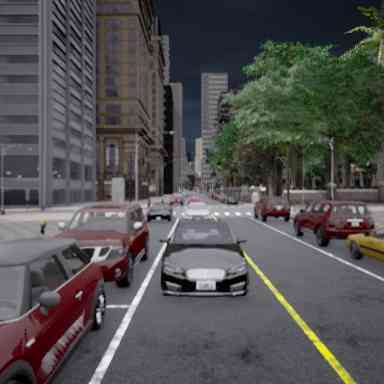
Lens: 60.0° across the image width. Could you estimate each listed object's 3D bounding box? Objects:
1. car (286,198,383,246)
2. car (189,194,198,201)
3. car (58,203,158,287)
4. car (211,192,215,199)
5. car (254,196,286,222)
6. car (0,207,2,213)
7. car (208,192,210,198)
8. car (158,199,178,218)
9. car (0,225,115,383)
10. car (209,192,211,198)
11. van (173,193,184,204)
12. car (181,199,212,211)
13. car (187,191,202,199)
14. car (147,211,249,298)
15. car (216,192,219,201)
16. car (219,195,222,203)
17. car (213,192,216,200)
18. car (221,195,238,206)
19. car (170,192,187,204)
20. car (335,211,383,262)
[{"bbox_3d":[6.132,1.280,14.868,2.192,1.841,5.009,0,0,0],"label":"car"},{"bbox_3d":[0.419,1.271,77.122,2.033,1.411,5.357,0,0,0],"label":"car"},{"bbox_3d":[-2.398,1.293,9.404,2.192,1.841,5.009,0,0,0],"label":"car"},{"bbox_3d":[6.185,1.264,79.503,1.887,1.381,4.507,0,0,0],"label":"car"},{"bbox_3d":[6.141,1.250,25.843,2.192,1.841,5.009,0,0,0],"label":"car"},{"bbox_3d":[-24.376,1.905,37.913,5.008,1.535,1.882,-1,0,0],"label":"car"},{"bbox_3d":[6.195,0.981,90.343,2.192,1.841,5.009,0,0,0],"label":"car"},{"bbox_3d":[-2.384,1.500,25.869,1.947,1.339,4.313,0,0,0],"label":"car"},{"bbox_3d":[-2.402,1.431,3.916,1.967,1.590,4.097,0,0,0],"label":"car"},{"bbox_3d":[6.190,1.259,84.924,1.947,1.339,4.313,0,0,0],"label":"car"},{"bbox_3d":[-2.357,1.157,57.847,1.690,1.788,3.998,0,0,0],"label":"van"},{"bbox_3d":[0.376,1.467,23.714,1.812,1.442,4.674,0,0,0],"label":"car"},{"bbox_3d":[0.352,1.150,62.067,2.097,1.767,4.553,0,0,1],"label":"car"},{"bbox_3d":[0.267,1.472,8.661,2.128,1.511,4.902,0,0,0],"label":"car"},{"bbox_3d":[6.172,1.233,63.242,1.967,1.590,4.097,0,0,0],"label":"car"},{"bbox_3d":[6.167,1.398,57.822,1.802,1.307,4.206,0,0,0],"label":"car"},{"bbox_3d":[6.181,1.327,74.083,1.802,1.307,4.206,0,0,0],"label":"car"},{"bbox_3d":[6.163,1.404,52.402,1.947,1.339,4.313,0,0,0],"label":"car"},{"bbox_3d":[-2.362,1.152,52.427,2.192,1.841,5.009,0,0,0],"label":"car"},{"bbox_3d":[6.127,1.503,9.553,1.752,1.417,4.829,0,0,0],"label":"car"}]
